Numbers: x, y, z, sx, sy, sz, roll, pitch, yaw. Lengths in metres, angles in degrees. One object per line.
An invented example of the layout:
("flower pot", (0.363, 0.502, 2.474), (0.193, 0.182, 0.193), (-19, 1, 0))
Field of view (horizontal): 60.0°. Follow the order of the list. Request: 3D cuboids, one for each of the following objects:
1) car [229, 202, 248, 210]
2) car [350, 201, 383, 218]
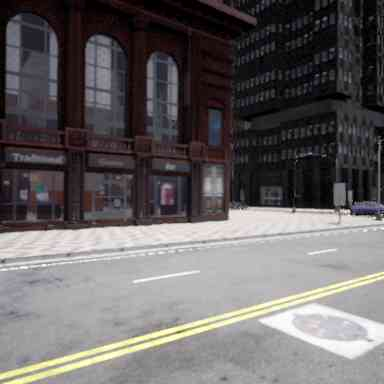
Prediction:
("car", (7.099, 2.326, 54.222), (1.994, 1.385, 4.181), (1, 0, -35))
("car", (19.790, 1.852, 36.251), (2.097, 1.767, 4.553), (1, -1, -35))
